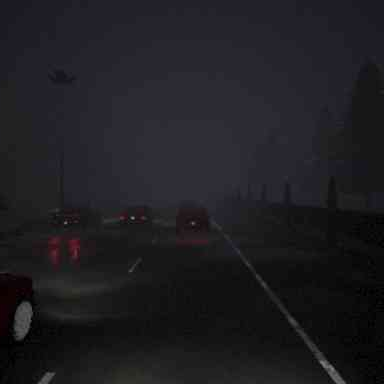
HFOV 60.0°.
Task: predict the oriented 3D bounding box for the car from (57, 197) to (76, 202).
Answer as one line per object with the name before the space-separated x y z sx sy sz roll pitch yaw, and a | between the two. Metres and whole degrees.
car | -18.307 1.522 48.725 2.128 1.511 4.902 0 0 -1

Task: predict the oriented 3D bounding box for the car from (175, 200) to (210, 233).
car | 0.027 1.488 19.869 1.882 1.535 5.008 0 0 -1

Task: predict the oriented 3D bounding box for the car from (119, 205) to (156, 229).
car | -3.498 1.559 21.828 2.033 1.411 5.357 0 0 -1

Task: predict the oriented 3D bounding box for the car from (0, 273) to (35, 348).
car | -3.401 1.479 3.265 1.882 1.535 5.008 0 0 0

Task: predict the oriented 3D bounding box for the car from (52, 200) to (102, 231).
car | -6.987 1.502 20.722 2.128 1.511 4.902 0 0 -1
